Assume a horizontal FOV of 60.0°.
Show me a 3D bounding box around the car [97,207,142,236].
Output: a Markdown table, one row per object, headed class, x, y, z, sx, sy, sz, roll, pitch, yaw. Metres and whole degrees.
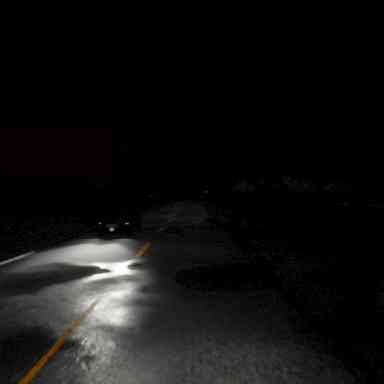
| class | x | y | z | sx | sy | sz | roll | pitch | yaw |
| --- | --- | --- | --- | --- | --- | --- | --- | --- | --- |
| car | -4.090 | 1.665 | 19.435 | 2.128 | 1.511 | 4.902 | 0 | -1 | 0 |
